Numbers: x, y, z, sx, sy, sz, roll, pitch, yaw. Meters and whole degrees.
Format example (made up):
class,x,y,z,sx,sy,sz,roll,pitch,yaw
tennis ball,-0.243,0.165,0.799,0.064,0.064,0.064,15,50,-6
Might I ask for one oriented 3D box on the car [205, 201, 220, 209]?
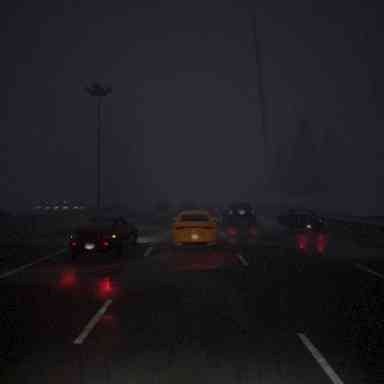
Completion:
class,x,y,z,sx,sy,sz,roll,pitch,yaw
car,2.890,1.930,45.587,1.812,1.442,4.674,0,-1,-5

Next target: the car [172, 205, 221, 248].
class,x,y,z,sx,sy,sz,roll,pitch,yaw
car,0.118,1.616,15.506,1.882,1.535,5.008,0,0,0

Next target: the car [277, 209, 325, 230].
class,x,y,z,sx,sy,sz,roll,pitch,yaw
car,7.132,1.801,22.443,1.895,1.301,4.718,0,0,0

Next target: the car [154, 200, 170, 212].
class,x,y,z,sx,sy,sz,roll,pitch,yaw
car,-4.105,1.894,45.407,2.128,1.511,4.902,0,-1,-6

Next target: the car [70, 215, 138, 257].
class,x,y,z,sx,sy,sz,roll,pitch,yaw
car,-3.389,1.644,13.328,1.812,1.442,4.674,0,0,0

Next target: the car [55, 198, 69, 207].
class,x,y,z,sx,sy,sz,roll,pitch,yaw
car,-25.176,1.918,64.440,2.097,1.767,4.553,0,-1,-14

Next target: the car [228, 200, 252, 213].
class,x,y,z,sx,sy,sz,roll,pitch,yaw
car,6.461,1.891,45.015,2.128,1.511,4.902,0,-1,-5

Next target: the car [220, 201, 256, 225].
class,x,y,z,sx,sy,sz,roll,pitch,yaw
car,3.637,1.587,26.333,2.097,1.767,4.553,0,0,0

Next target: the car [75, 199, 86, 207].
class,x,y,z,sx,sy,sz,roll,pitch,yaw
car,-21.639,2.110,64.737,2.033,1.411,5.357,0,0,-14

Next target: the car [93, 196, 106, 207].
class,x,y,z,sx,sy,sz,roll,pitch,yaw
car,-18.178,1.800,65.333,2.150,2.045,5.566,0,0,-14

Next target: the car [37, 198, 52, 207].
class,x,y,z,sx,sy,sz,roll,pitch,yaw
car,-29.053,1.931,65.436,2.097,1.767,4.553,0,-1,-14

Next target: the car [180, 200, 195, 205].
class,x,y,z,sx,sy,sz,roll,pitch,yaw
car,-0.592,1.895,45.482,2.128,1.511,4.902,0,-1,-5

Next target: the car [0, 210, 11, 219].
class,x,y,z,sx,sy,sz,roll,pitch,yaw
car,-14.068,1.743,22.067,2.033,1.411,5.357,0,0,0
